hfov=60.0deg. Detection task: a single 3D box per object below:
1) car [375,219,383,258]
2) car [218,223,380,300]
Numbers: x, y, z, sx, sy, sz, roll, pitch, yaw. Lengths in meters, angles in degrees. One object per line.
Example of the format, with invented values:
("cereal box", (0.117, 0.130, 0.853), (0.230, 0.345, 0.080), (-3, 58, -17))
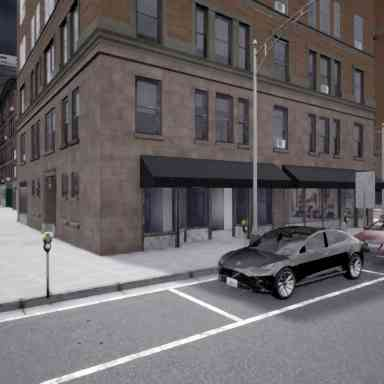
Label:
("car", (7.113, 1.582, 11.592), (4.206, 1.307, 1.802), (0, 0, -35))
("car", (2.631, 1.565, 8.402), (4.313, 1.339, 1.947), (0, 0, -35))
